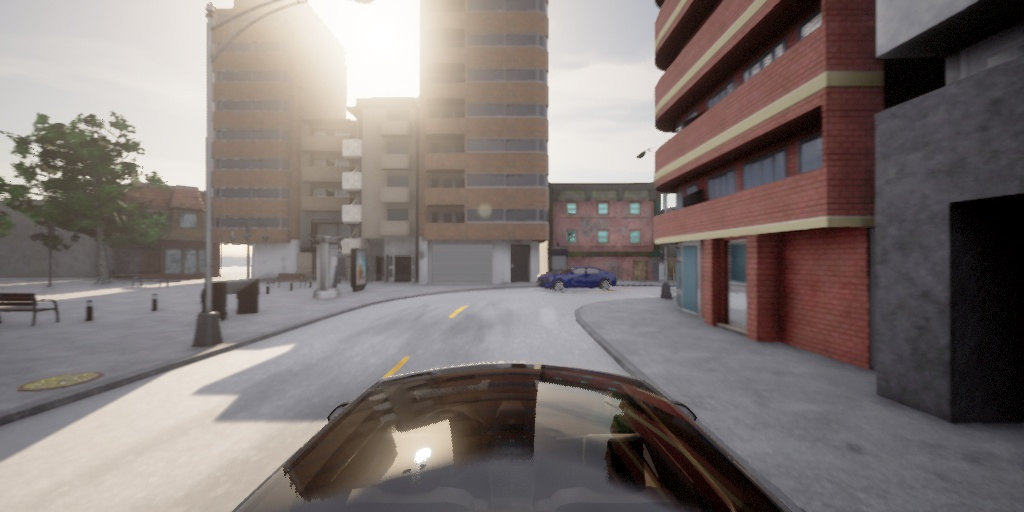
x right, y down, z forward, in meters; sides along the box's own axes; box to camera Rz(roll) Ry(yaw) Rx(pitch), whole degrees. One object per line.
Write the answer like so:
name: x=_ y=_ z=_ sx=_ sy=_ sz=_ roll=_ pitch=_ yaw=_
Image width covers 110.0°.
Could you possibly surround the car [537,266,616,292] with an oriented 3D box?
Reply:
car: x=4.017 y=1.366 z=22.341 sx=5.008 sy=1.535 sz=1.882 roll=0 pitch=-1 yaw=-15
